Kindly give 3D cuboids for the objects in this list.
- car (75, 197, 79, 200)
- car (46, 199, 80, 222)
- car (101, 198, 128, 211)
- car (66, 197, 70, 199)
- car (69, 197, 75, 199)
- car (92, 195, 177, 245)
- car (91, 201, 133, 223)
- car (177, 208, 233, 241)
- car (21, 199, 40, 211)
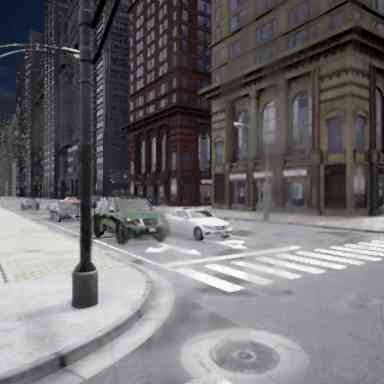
[{"bbox_3d":[-13.221,1.397,43.580,2.150,2.045,5.566,0,0,-33],"label":"car"},{"bbox_3d":[-10.321,1.600,27.163,1.837,1.490,4.892,0,0,-34],"label":"car"},{"bbox_3d":[-10.732,1.679,45.715,2.128,1.511,4.902,0,0,-33],"label":"car"},{"bbox_3d":[-18.650,1.785,45.802,1.895,1.301,4.718,0,0,-33],"label":"car"},{"bbox_3d":[-19.078,1.569,52.352,2.097,1.767,4.553,0,0,-33],"label":"car"},{"bbox_3d":[-3.191,1.266,16.384,2.150,2.045,5.566,0,0,-33],"label":"car"},{"bbox_3d":[-6.749,1.602,27.653,1.837,1.490,4.892,0,0,-33],"label":"car"},{"bbox_3d":[0.104,1.577,17.290,1.812,1.442,4.674,0,0,-35],"label":"car"},{"bbox_3d":[-21.525,1.688,44.262,1.837,1.490,4.892,0,-1,-33],"label":"car"}]
